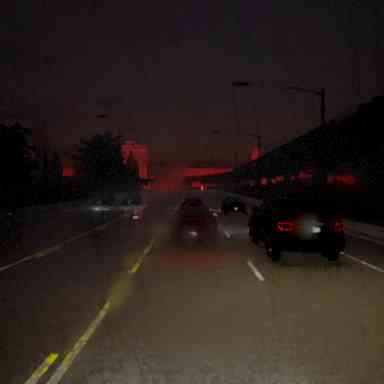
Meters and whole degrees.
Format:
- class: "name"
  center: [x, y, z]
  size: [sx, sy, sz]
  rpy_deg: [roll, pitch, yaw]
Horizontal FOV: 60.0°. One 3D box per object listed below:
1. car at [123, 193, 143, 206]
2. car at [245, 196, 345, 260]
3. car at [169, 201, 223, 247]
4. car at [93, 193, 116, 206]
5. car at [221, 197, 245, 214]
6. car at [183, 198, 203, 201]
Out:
- class: "car"
  center: [-7.086, 0.836, 40.136]
  size: [2.128, 1.511, 4.902]
  rpy_deg: [0, 1, 0]
- class: "car"
  center: [3.567, 1.136, 12.260]
  size: [2.150, 2.045, 5.566]
  rpy_deg: [0, 1, 0]
- class: "car"
  center: [0.078, 1.364, 14.378]
  size: [1.882, 1.535, 5.008]
  rpy_deg: [0, 0, 0]
- class: "car"
  center: [-10.585, 0.830, 40.416]
  size: [2.128, 1.511, 4.902]
  rpy_deg: [0, 1, 0]
- class: "car"
  center: [3.582, 1.133, 29.280]
  size: [1.812, 1.442, 4.674]
  rpy_deg: [0, 1, 0]
- class: "car"
  center: [0.080, 1.181, 28.867]
  size: [1.994, 1.385, 4.181]
  rpy_deg: [0, 1, 0]
